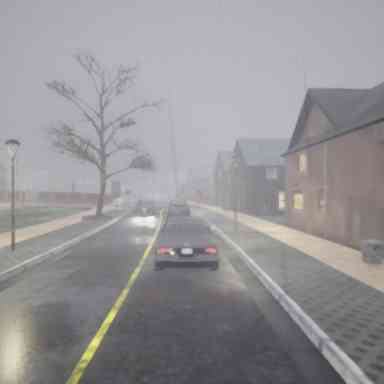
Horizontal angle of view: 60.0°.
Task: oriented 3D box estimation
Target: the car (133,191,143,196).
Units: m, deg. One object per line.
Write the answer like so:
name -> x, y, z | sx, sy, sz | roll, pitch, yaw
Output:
car -> -14.197, 0.861, 87.450 | 2.150, 2.045, 5.566 | 0, 0, -14

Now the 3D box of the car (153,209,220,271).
car -> -0.192, 1.506, 10.766 | 2.033, 1.411, 5.357 | 0, 0, -2

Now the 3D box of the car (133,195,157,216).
car -> -4.367, 1.369, 31.541 | 2.128, 1.511, 4.902 | 0, 0, -5

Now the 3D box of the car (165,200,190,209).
car -> -1.171, 1.385, 27.628 | 2.128, 1.511, 4.902 | 0, 0, -4
